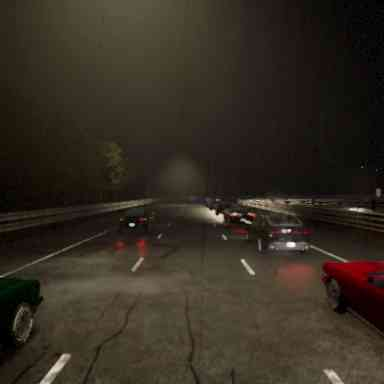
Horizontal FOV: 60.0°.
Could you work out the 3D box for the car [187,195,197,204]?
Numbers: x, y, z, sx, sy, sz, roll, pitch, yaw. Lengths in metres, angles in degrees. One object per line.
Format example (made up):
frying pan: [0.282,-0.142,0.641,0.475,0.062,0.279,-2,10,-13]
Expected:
car: [-0.075,1.728,78.546,2.150,2.045,5.566,0,0,0]

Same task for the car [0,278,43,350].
car: [-3.405,1.634,3.422,1.895,1.301,4.718,0,-1,0]

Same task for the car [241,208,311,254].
car: [3.487,1.638,14.157,1.837,1.490,4.892,0,-1,0]

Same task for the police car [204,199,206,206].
police car: [3.445,1.974,58.154,2.038,1.542,4.974,0,0,0]

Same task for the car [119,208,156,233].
car: [-3.422,1.724,21.276,1.812,1.442,4.674,0,-1,0]

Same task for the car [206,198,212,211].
car: [3.455,1.830,47.155,2.033,1.649,4.856,0,0,0]

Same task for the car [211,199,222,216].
car: [3.465,1.824,36.155,1.837,1.490,4.892,0,0,0]

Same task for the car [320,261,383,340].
car: [3.599,1.648,4.856,1.895,1.301,4.718,0,-1,0]

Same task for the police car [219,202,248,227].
police car: [3.477,1.736,25.157,2.038,1.542,4.974,0,-1,0]

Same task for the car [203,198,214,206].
car: [3.434,2.033,69.154,2.128,1.511,4.902,0,0,0]

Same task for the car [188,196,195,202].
car: [-0.090,1.934,94.769,2.097,1.767,4.553,0,-1,0]
